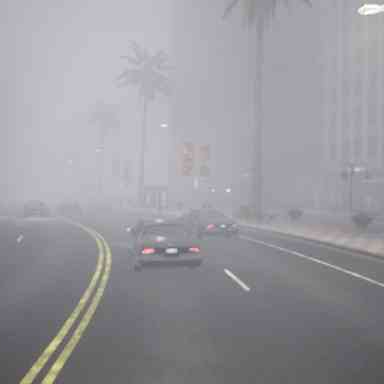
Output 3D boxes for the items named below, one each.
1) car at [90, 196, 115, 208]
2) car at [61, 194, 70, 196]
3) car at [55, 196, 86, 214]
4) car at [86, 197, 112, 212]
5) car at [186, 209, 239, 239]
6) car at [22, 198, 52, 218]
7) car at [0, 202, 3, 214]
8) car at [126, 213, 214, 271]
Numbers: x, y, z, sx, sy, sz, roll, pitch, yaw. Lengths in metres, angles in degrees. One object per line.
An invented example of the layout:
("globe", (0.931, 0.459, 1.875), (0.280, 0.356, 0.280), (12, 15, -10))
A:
("car", (-12.831, 1.446, 47.585), (2.231, 1.521, 4.892), (1, 0, -31))
("car", (-27.795, 1.205, 72.863), (2.185, 1.767, 4.553), (1, 0, -31))
("car", (-12.861, 1.459, 34.883), (1.812, 1.442, 4.674), (1, 0, -30))
("car", (-10.809, 1.514, 38.307), (2.033, 1.411, 5.357), (1, 0, -31))
("car", (0.519, 1.597, 17.534), (2.033, 1.411, 5.357), (1, 0, -21))
("car", (-13.814, 1.473, 29.322), (1.994, 1.385, 4.181), (1, 0, -30))
("car", (-20.004, 1.338, 33.007), (2.128, 1.511, 4.902), (1, 0, -30))
("car", (-1.102, 1.562, 11.013), (2.033, 1.411, 5.357), (1, 0, -13))
